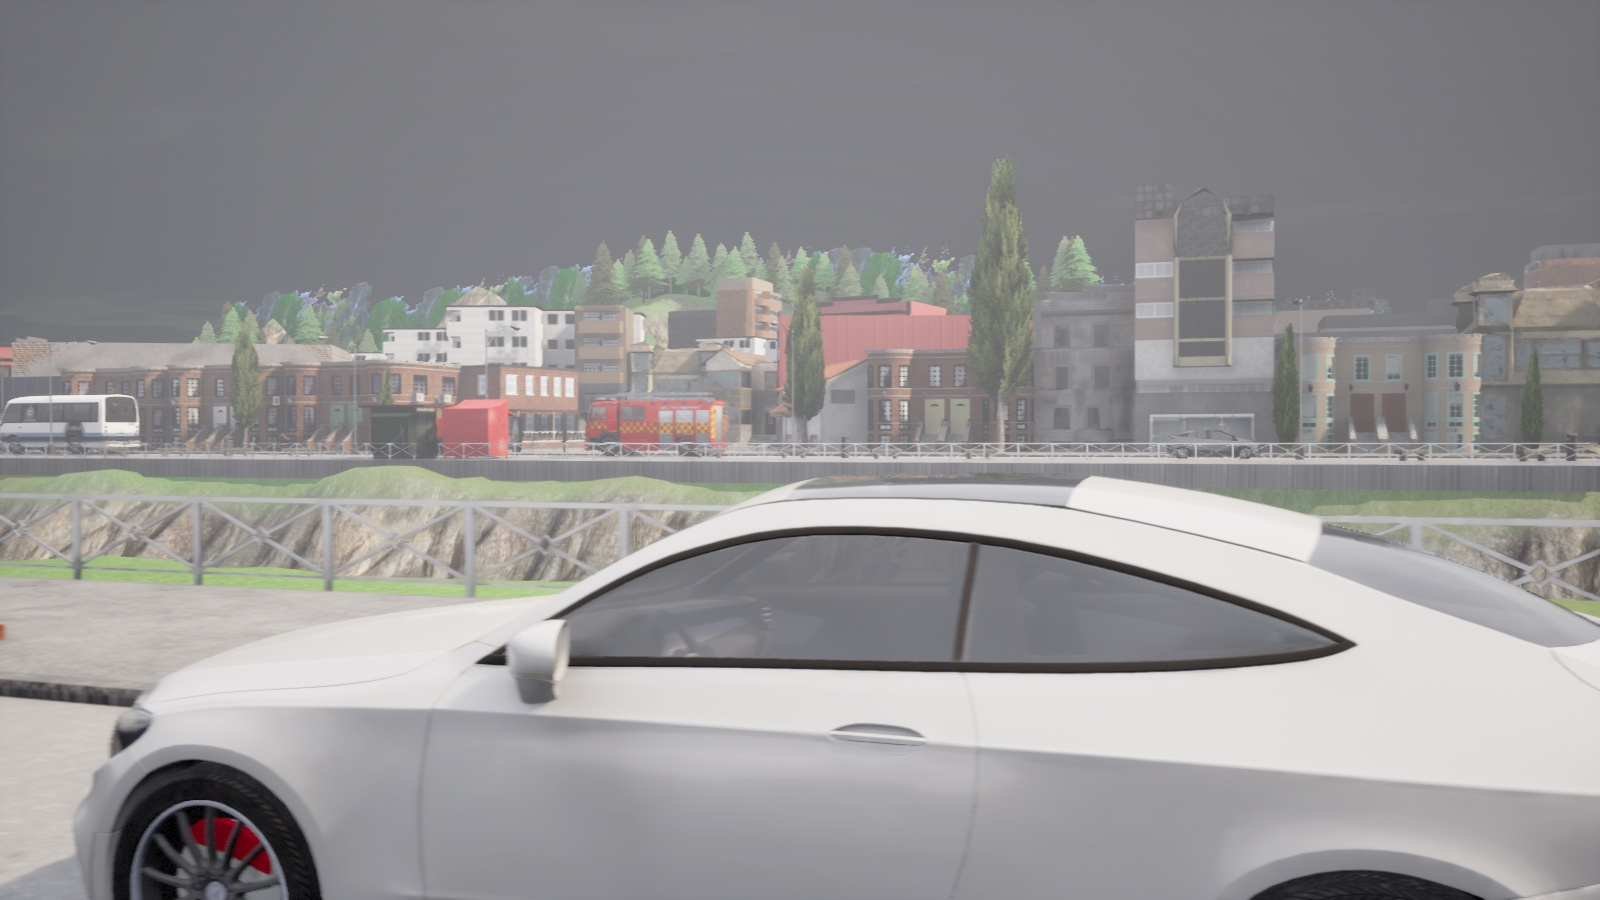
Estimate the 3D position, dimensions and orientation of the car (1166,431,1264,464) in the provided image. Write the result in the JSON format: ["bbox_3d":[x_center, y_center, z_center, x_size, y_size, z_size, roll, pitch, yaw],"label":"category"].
[{"bbox_3d":[20.435,-0.142,61.957,4.514,1.525,2.007,1,1,19],"label":"car"}]

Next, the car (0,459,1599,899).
[{"bbox_3d":[0.031,0.793,3.711,4.674,1.442,1.812,1,1,19],"label":"car"}]

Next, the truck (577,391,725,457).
[{"bbox_3d":[-9.045,-1.590,76.068,8.468,3.827,2.891,1,1,19],"label":"truck"}]
